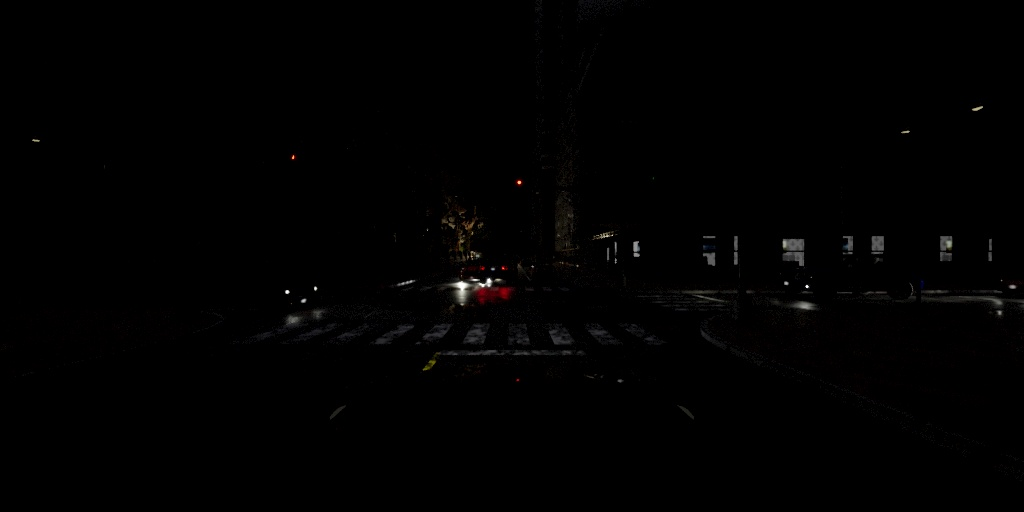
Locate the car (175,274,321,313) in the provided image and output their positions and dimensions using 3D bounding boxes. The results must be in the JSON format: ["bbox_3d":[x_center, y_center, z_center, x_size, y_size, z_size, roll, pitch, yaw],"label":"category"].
[{"bbox_3d":[-9.942,1.368,13.702,4.718,1.301,1.895,0,0,9],"label":"car"}]

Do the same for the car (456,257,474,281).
[{"bbox_3d":[-3.119,1.104,29.998,2.097,1.767,4.553,0,0,0],"label":"car"}]

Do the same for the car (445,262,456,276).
[{"bbox_3d":[-5.714,1.297,36.499,1.888,1.381,4.507,0,0,0],"label":"car"}]

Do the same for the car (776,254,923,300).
[{"bbox_3d":[15.702,0.925,16.863,5.566,2.045,2.150,0,0,1],"label":"car"}]

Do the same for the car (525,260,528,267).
[{"bbox_3d":[2.667,1.318,36.507,1.948,1.339,4.313,0,0,0],"label":"car"}]

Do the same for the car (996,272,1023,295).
[{"bbox_3d":[25.777,1.164,16.656,4.902,1.511,2.128,0,0,1],"label":"car"}]

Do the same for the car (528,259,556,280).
[{"bbox_3d":[2.671,1.191,30.826,1.967,1.591,4.097,0,0,0],"label":"car"}]

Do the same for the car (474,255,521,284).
[{"bbox_3d":[-0.902,0.973,26.787,2.150,2.045,5.566,0,0,8],"label":"car"}]

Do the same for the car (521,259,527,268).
[{"bbox_3d":[2.652,1.315,59.232,1.948,1.339,4.313,0,0,0],"label":"car"}]
